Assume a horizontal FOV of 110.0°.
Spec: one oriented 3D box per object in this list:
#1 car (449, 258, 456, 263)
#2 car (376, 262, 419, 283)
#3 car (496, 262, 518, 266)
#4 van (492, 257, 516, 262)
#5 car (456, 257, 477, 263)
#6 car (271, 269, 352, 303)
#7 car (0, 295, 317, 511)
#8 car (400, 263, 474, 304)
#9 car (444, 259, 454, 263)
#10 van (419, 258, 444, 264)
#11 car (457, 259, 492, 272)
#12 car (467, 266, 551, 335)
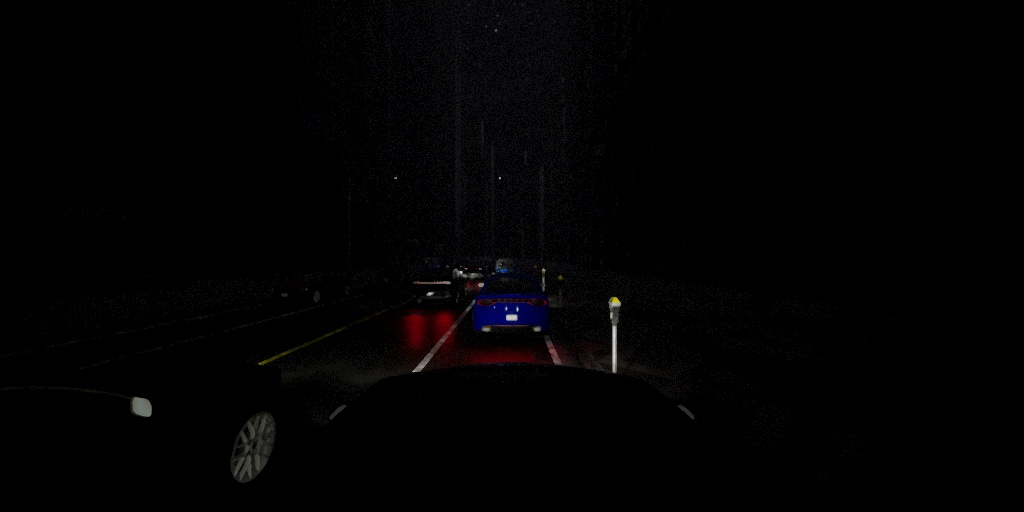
[{"bbox_3d":[-8.908,1.334,50.119,1.948,1.339,4.313,0,0,0],"label":"car"},{"bbox_3d":[-8.908,1.322,27.572,1.948,1.339,4.313,0,0,0],"label":"car"},{"bbox_3d":[-0.383,1.279,22.119,1.751,1.417,4.829,0,0,0],"label":"car"},{"bbox_3d":[-0.383,1.097,27.584,1.690,1.789,3.998,0,0,0],"label":"van"},{"bbox_3d":[-6.145,1.329,50.187,1.837,1.490,4.892,0,0,0],"label":"car"},{"bbox_3d":[-8.908,1.297,16.299,1.888,1.381,4.507,0,0,0],"label":"car"},{"bbox_3d":[-3.145,1.227,1.500,1.882,1.535,5.008,0,0,0],"label":"car"},{"bbox_3d":[-3.145,1.248,16.188,2.128,1.511,4.902,0,0,0],"label":"car"},{"bbox_3d":[-8.908,1.331,44.482,1.948,1.339,4.313,0,0,0],"label":"car"},{"bbox_3d":[-8.908,1.103,38.846,1.690,1.789,3.998,0,0,0],"label":"van"},{"bbox_3d":[-3.145,1.255,31.188,2.128,1.511,4.902,0,0,0],"label":"car"},{"bbox_3d":[-0.006,1.228,10.500,1.882,1.535,5.008,0,0,0],"label":"car"}]
